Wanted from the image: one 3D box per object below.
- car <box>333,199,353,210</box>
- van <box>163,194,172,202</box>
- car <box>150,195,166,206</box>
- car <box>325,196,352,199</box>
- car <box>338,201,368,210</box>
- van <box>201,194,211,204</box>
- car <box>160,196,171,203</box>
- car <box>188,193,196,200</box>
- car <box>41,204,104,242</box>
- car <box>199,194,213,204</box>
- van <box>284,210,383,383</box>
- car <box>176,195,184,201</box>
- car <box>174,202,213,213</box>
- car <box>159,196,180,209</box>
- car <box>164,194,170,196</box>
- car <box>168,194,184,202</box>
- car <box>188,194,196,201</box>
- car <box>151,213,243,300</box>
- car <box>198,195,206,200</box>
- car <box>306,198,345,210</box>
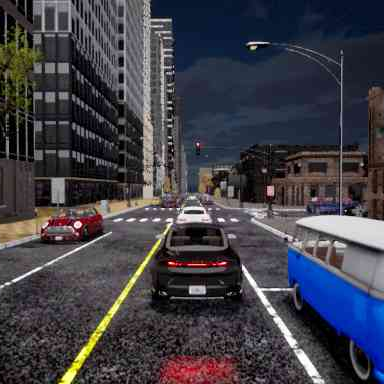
[{"bbox_3d":[17.257,1.735,33.598,4.674,1.442,1.812,0,1,1],"label":"car"},{"bbox_3d":[-5.609,1.358,76.698,1.690,1.788,3.998,-1,0,0],"label":"van"},{"bbox_3d":[-5.795,1.536,53.952,1.752,1.417,4.829,-1,0,0],"label":"car"},{"bbox_3d":[16.559,1.428,39.404,5.009,1.841,2.192,1,0,1],"label":"car"},{"bbox_3d":[16.443,1.807,31.027,4.313,1.339,1.947,1,0,1],"label":"car"},{"bbox_3d":[2.729,1.354,65.348,1.690,1.788,3.998,-1,0,0],"label":"van"},{"bbox_3d":[-5.610,1.581,71.054,1.947,1.339,4.313,-1,0,0],"label":"car"},{"bbox_3d":[0.075,1.297,91.019,2.097,1.767,4.553,0,0,0],"label":"car"},{"bbox_3d":[-5.690,1.443,16.174,1.967,1.590,4.097,-1,0,0],"label":"car"},{"bbox_3d":[2.726,1.452,59.704,1.967,1.590,4.097,-1,0,0],"label":"car"},{"bbox_3d":[2.679,1.342,5.083,1.690,1.788,3.998,-1,0,0],"label":"van"},{"bbox_3d":[-2.929,1.476,84.902,1.882,1.535,5.008,0,0,0],"label":"car"},{"bbox_3d":[0.109,1.529,18.731,1.812,1.442,4.674,0,0,0],"label":"car"},{"bbox_3d":[-3.060,1.572,46.025,1.994,1.385,4.181,0,0,0],"label":"car"},{"bbox_3d":[-5.619,1.578,59.765,1.947,1.339,4.313,-1,0,0],"label":"car"},{"bbox_3d":[-3.022,1.363,59.958,2.097,1.767,4.553,0,0,0],"label":"car"},{"bbox_3d":[0.067,1.540,81.015,1.812,1.442,4.674,0,0,0],"label":"car"},{"bbox_3d":[0.104,1.506,8.375,1.837,1.490,4.892,0,0,0],"label":"car"},{"bbox_3d":[2.756,1.573,93.568,2.008,1.369,4.403,-1,0,0],"label":"car"},{"bbox_3d":[14.846,1.701,36.843,4.181,1.385,1.994,1,1,1],"label":"car"}]
